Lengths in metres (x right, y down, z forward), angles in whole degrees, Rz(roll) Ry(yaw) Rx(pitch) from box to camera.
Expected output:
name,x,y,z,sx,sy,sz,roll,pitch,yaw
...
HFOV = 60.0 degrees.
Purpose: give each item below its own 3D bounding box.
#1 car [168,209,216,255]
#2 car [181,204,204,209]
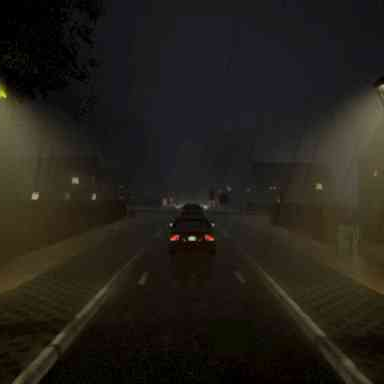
name,x,y,z,sx,sy,sz,roll,pitch,yaw
car,0.004,1.683,13.986,2.033,1.411,5.357,0,-1,0
car,0.011,1.774,29.487,1.882,1.535,5.008,0,0,0
